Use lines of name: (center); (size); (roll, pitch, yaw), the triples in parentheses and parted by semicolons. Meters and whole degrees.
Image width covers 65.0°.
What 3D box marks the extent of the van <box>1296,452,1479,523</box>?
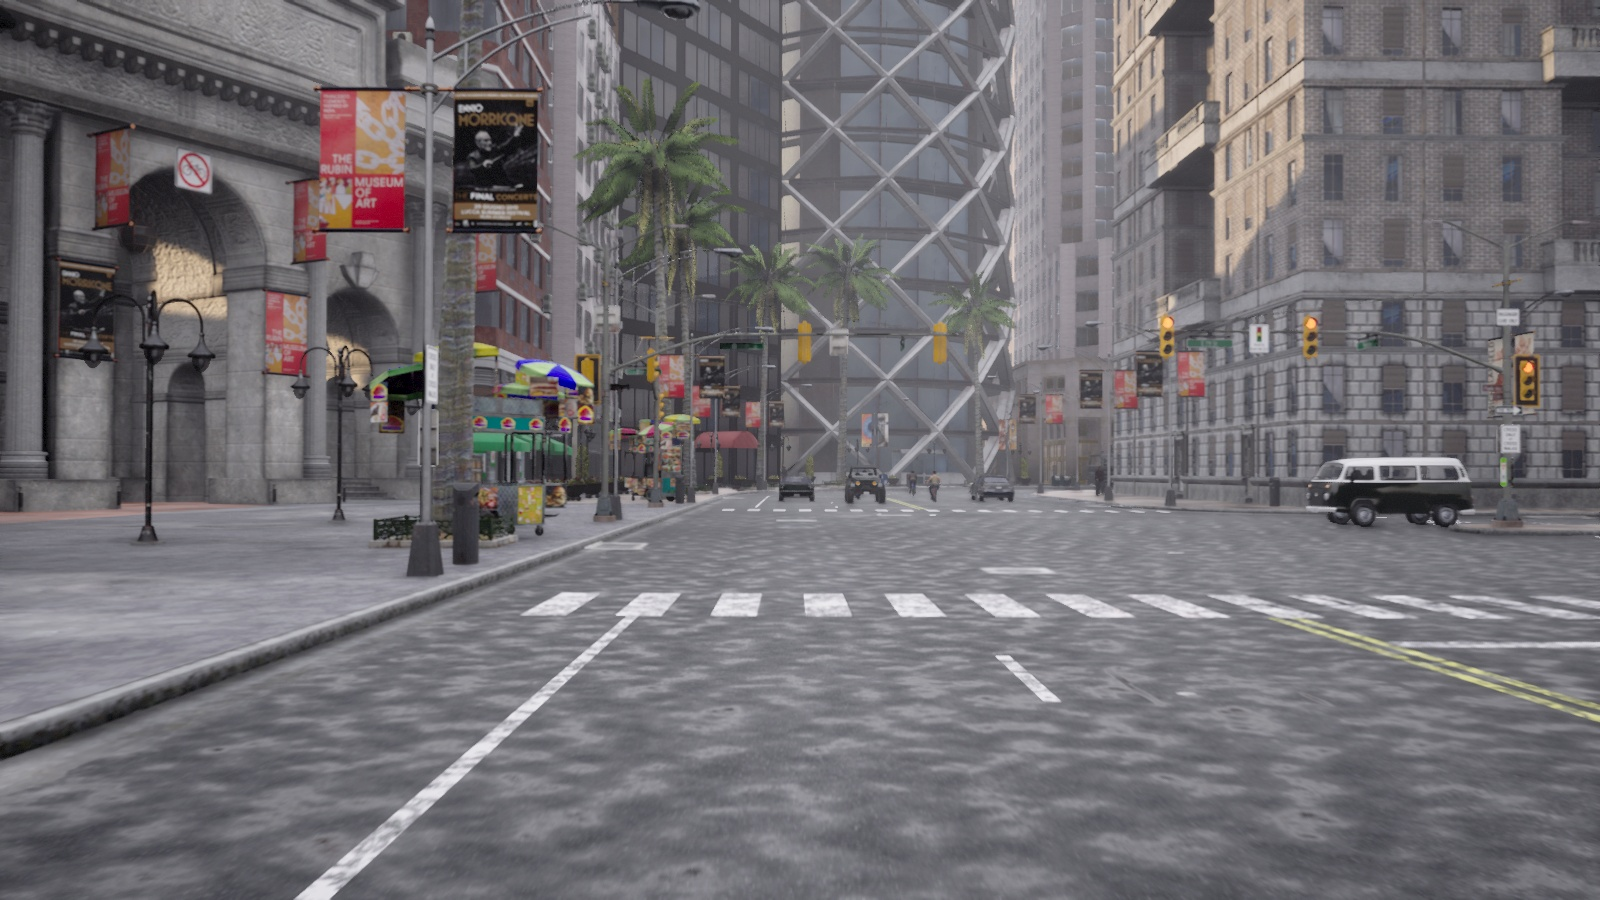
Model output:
van: (17.497, 1.099, 37.542); (4.480, 2.038, 2.069); (0, -1, -2)

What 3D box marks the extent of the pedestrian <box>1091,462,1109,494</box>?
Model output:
pedestrian: (17.365, 1.622, 72.647); (0.634, 1.844, 0.899); (0, -1, -15)

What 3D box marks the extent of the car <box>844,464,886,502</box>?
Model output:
car: (3.277, 1.667, 63.665); (1.905, 1.878, 3.866); (0, -1, 0)

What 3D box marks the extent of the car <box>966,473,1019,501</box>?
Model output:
car: (10.335, 1.962, 67.932); (2.033, 1.411, 5.357); (0, -1, 0)

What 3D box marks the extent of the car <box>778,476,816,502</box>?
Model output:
car: (-0.161, 2.029, 66.310); (1.895, 1.301, 4.718); (0, -1, 0)
